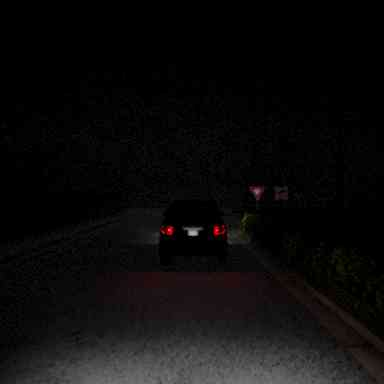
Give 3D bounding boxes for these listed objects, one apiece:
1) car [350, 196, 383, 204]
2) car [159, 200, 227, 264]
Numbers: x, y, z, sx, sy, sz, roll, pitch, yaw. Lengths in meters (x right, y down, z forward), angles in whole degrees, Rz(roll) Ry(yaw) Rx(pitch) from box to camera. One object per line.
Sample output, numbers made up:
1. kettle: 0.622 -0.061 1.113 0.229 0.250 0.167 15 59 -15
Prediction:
1. car: 26.111 1.587 48.903 5.566 2.045 2.150 0 0 1
2. car: 0.064 1.316 12.423 2.150 2.045 5.566 0 0 1
